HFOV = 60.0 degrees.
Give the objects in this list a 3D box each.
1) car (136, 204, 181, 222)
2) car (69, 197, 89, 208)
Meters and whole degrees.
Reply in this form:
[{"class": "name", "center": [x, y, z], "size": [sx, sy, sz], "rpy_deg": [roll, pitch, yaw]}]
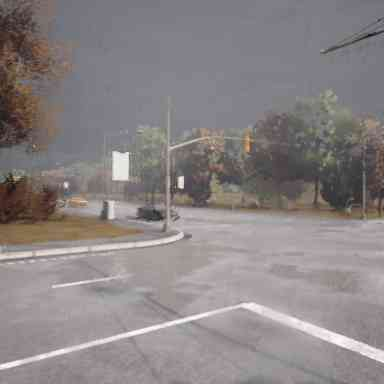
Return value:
[{"class": "car", "center": [-2.984, 1.701, 28.301], "size": [2.033, 1.411, 5.357], "rpy_deg": [1, 0, -32]}, {"class": "car", "center": [-16.990, 1.561, 49.872], "size": [1.882, 1.535, 5.008], "rpy_deg": [1, 0, -35]}]
